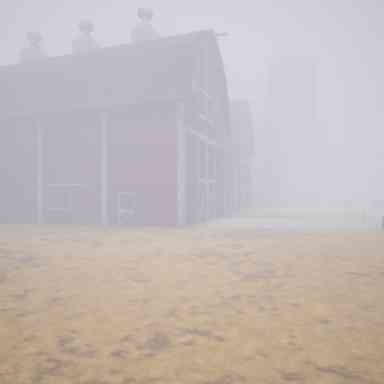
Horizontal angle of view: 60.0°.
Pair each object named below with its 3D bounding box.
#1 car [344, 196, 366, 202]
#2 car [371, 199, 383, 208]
[{"bbox_3d":[39.685,1.666,80.238,3.988,1.617,1.851,-1,0,19],"label":"car"},{"bbox_3d":[28.837,1.654,49.058,4.181,1.381,1.994,-1,0,19],"label":"car"}]
